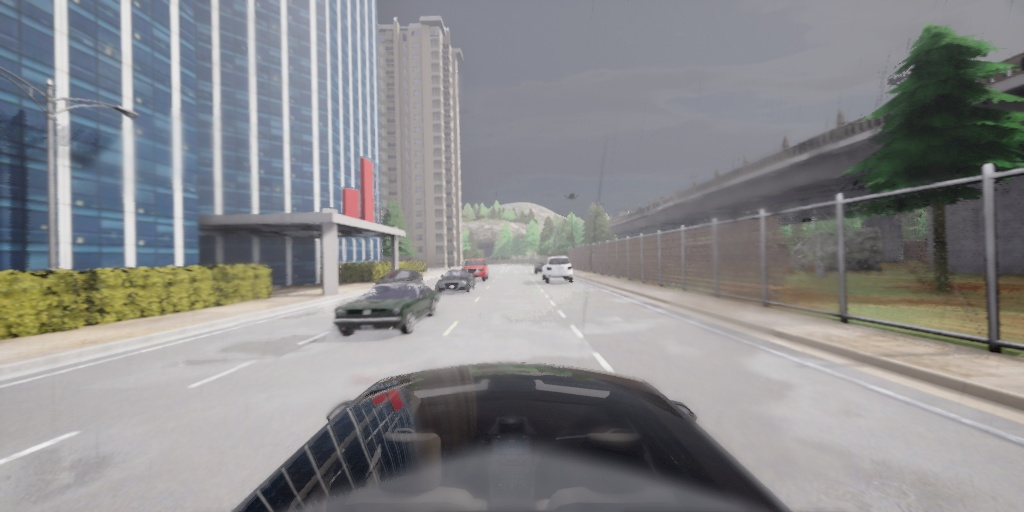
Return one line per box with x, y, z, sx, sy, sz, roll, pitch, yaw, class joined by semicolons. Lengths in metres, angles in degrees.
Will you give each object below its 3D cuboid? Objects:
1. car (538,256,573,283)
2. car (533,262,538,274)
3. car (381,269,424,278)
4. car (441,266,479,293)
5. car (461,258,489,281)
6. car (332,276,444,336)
3.622;1.066;29.457;2.150;2.045;5.566;-1;0;1;car
3.746;1.472;45.621;1.812;1.442;4.674;-1;0;1;car
-6.963;1.588;22.653;1.882;1.535;5.008;-1;0;0;car
-3.462;1.587;22.630;1.994;1.385;4.181;-1;0;0;car
-3.401;1.256;33.635;2.150;2.045;5.566;-1;-1;0;car
-3.637;1.508;11.239;1.895;1.301;4.718;-1;0;0;car
